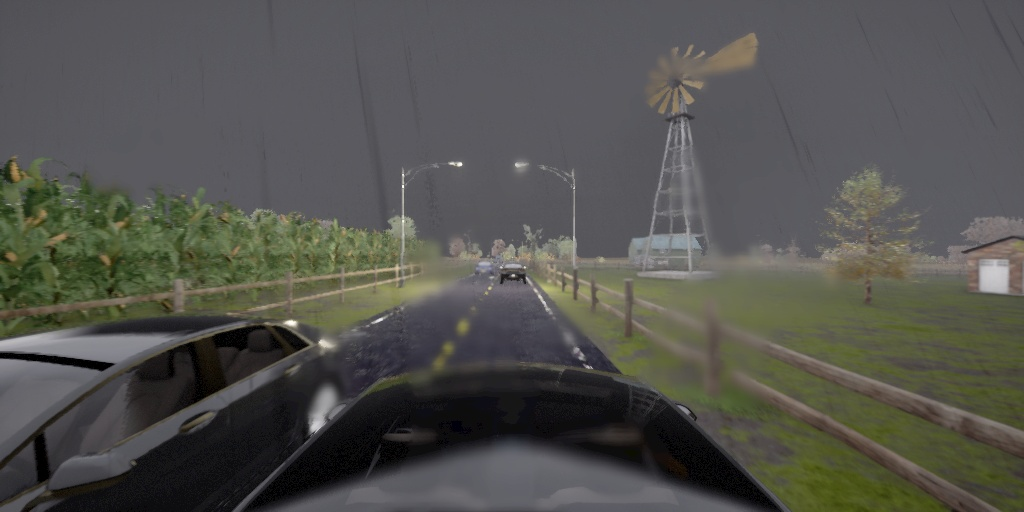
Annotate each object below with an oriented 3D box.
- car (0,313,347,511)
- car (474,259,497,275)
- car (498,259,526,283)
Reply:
[{"bbox_3d":[-2.839,1.255,2.301,1.837,1.490,4.892,0,0,0],"label":"car"},{"bbox_3d":[-2.896,1.288,38.609,1.812,1.442,4.674,0,0,0],"label":"car"},{"bbox_3d":[0.080,1.233,27.754,1.882,1.535,5.008,0,0,0],"label":"car"}]
